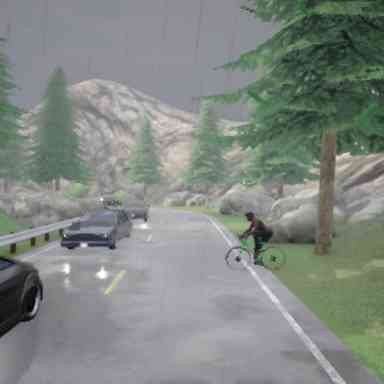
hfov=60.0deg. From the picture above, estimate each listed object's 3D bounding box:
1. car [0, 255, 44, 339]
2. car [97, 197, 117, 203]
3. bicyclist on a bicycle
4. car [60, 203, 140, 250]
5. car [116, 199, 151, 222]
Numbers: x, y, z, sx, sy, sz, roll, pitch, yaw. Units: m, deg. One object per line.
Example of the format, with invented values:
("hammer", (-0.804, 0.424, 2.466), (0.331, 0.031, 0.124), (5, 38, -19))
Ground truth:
("car", (-3.644, 1.528, 4.303), (1.994, 1.385, 4.181), (0, 0, -1))
("car", (-11.235, 1.248, 41.606), (4.718, 1.301, 1.895), (0, 1, 31))
("bicyclist on a bicycle", (1.742, 1.362, 9.105), (1.656, 1.620, 0.582), (-1, 0, -1))
("car", (-3.731, 1.427, 14.106), (2.033, 1.411, 5.357), (0, 0, 0))
("car", (-4.124, 1.295, 24.503), (1.837, 1.490, 4.892), (0, 0, -5))
